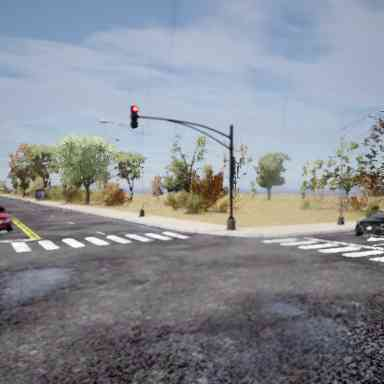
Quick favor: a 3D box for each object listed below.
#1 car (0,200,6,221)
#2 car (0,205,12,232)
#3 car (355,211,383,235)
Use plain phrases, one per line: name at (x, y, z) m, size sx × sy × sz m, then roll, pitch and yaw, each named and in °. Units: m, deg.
car at (-16.613, 1.462, 27.234) m, size 2.128 × 1.511 × 4.902 m, roll 0°, pitch 0°, yaw -32°
car at (-11.661, 1.507, 19.415) m, size 1.812 × 1.442 × 4.674 m, roll 0°, pitch 0°, yaw -32°
car at (11.346, 1.829, 19.308) m, size 4.181 × 1.385 × 1.994 m, roll 1°, pitch 0°, yaw -34°
